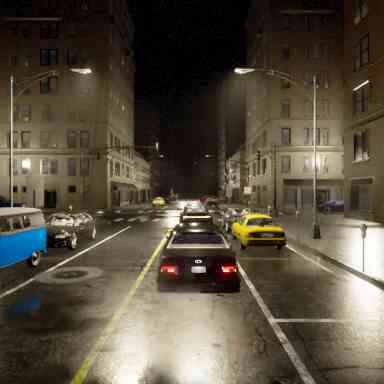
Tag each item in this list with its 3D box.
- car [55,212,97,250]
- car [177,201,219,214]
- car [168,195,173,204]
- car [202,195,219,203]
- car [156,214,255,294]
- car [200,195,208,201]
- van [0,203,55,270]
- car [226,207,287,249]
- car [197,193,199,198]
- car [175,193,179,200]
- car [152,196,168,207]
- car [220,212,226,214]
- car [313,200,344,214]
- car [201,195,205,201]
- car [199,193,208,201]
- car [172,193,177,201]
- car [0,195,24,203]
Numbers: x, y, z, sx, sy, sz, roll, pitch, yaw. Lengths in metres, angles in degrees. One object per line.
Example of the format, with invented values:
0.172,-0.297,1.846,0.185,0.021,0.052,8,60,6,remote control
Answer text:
-5.336,1.551,14.116,2.008,1.369,4.403,0,0,0,car
0.187,1.492,19.390,2.128,1.511,4.902,0,0,-2,car
-5.134,1.564,63.442,1.947,1.339,4.313,0,0,0,car
2.822,1.551,46.367,2.008,1.369,4.403,0,0,0,car
0.133,1.547,8.943,2.033,1.411,5.357,0,0,0,car
2.982,1.558,86.139,1.947,1.339,4.313,0,0,0,car
-5.359,1.341,8.710,1.690,1.788,3.998,0,0,0,van
2.699,1.525,14.255,1.752,1.417,4.829,0,0,0,car
2.959,1.309,80.457,2.192,1.841,5.009,0,0,0,car
-5.043,1.432,86.166,1.967,1.590,4.097,0,0,0,car
-5.181,1.525,51.909,1.752,1.417,4.829,0,0,0,car
2.715,1.551,19.491,2.008,1.369,4.403,0,0,0,car
14.651,1.475,34.083,4.181,1.385,1.994,0,0,0,car
2.845,1.582,52.048,1.802,1.307,4.206,0,0,0,car
2.913,1.437,69.094,1.967,1.590,4.097,0,0,0,car
-5.089,1.546,74.804,2.008,1.369,4.403,0,0,0,car
-18.276,1.316,31.214,5.566,2.045,2.150,0,0,0,car
